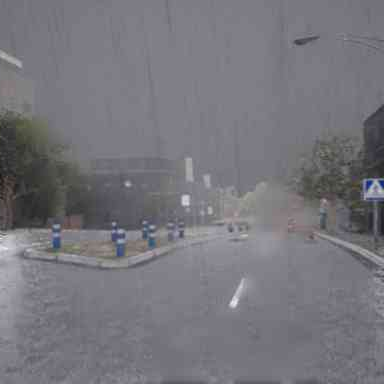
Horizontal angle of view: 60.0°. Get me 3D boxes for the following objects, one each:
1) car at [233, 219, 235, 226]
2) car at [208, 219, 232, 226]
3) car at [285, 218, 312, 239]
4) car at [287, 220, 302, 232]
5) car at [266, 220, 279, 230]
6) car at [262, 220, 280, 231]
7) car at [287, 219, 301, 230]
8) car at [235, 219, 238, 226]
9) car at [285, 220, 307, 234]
[{"bbox_3d":[8.090,8.168,86.621,4.792,1.488,2.163,0,-5,-4],"label":"car"},{"bbox_3d":[6.438,7.602,80.791,4.892,1.521,2.231,0,-5,-4],"label":"car"},{"bbox_3d":[8.063,2.738,25.199,1.812,1.442,4.674,-1,-5,16],"label":"car"},{"bbox_3d":[13.884,4.557,45.077,1.882,1.535,5.008,-1,-5,17],"label":"car"},{"bbox_3d":[13.277,5.418,54.530,1.837,1.490,4.892,-1,-5,16],"label":"car"},{"bbox_3d":[10.411,4.512,44.653,1.812,1.442,4.674,-1,-5,17],"label":"car"},{"bbox_3d":[16.388,5.231,53.597,2.097,1.767,4.553,-1,-5,16],"label":"car"},{"bbox_3d":[8.789,8.404,89.528,5.366,1.575,1.946,0,-5,-4],"label":"car"},{"bbox_3d":[11.170,3.755,35.800,2.033,1.411,5.357,-1,-5,17],"label":"car"}]
